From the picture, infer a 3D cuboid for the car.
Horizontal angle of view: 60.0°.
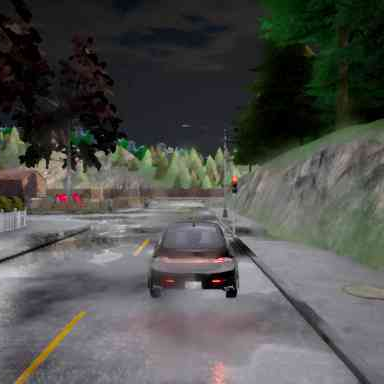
[{"bbox_3d":[0.048,1.492,8.504,2.128,1.511,4.902,0,0,1],"label":"car"}]
